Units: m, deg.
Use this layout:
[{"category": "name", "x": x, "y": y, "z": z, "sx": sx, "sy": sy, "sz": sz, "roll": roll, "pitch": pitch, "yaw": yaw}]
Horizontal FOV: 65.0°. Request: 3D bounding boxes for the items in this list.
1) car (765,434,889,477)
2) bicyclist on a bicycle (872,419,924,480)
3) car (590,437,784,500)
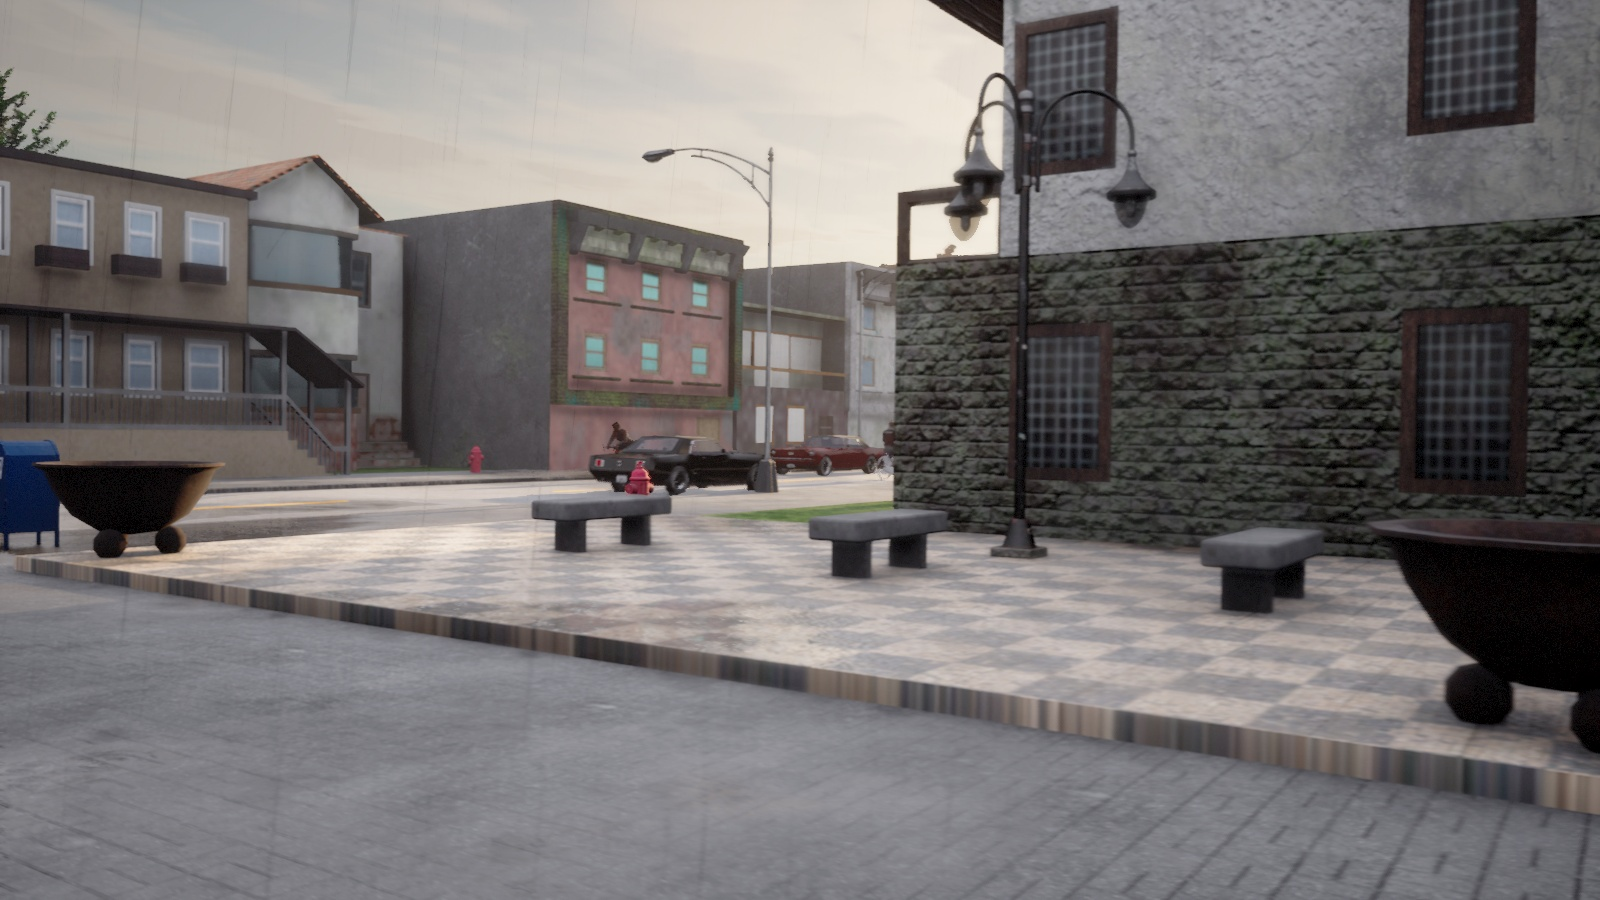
[{"category": "car", "x": 0.967, "y": 0.145, "z": 41.420, "sx": 1.895, "sy": 1.301, "sz": 4.718, "roll": 0, "pitch": 1, "yaw": 33}, {"category": "bicyclist on a bicycle", "x": 2.936, "y": -0.026, "z": 37.320, "sx": 0.659, "sy": 1.776, "sz": 1.843, "roll": 0, "pitch": 1, "yaw": 36}, {"category": "car", "x": -2.501, "y": 0.366, "z": 29.058, "sx": 1.895, "sy": 1.301, "sz": 4.718, "roll": 0, "pitch": 1, "yaw": 34}]
